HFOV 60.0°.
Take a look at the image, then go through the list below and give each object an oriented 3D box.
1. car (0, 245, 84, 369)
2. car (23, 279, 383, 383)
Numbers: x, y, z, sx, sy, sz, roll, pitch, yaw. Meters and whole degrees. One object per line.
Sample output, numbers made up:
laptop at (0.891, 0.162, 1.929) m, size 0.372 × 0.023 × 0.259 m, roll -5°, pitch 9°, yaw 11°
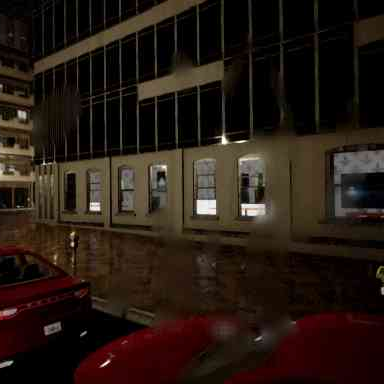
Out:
car at (-3.528, 1.546, 5.396) m, size 4.507 × 1.381 × 1.887 m, roll 0°, pitch -1°, yaw 35°
car at (1.047, 1.545, 2.137) m, size 4.507 × 1.381 × 1.887 m, roll 0°, pitch -1°, yaw 35°
